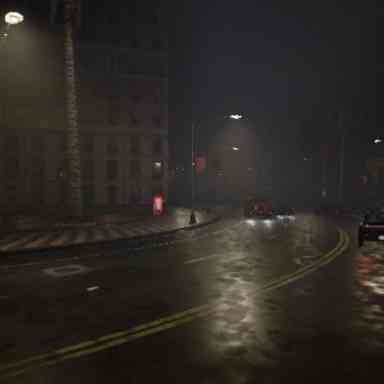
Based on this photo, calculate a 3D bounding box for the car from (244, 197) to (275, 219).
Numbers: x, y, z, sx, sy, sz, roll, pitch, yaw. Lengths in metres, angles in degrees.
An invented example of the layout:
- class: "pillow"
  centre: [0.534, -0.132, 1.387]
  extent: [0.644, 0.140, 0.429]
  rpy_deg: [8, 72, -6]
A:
- class: "car"
  centre: [6.606, 1.549, 33.836]
  extent: [2.150, 2.045, 5.566]
  rpy_deg: [0, -1, 3]

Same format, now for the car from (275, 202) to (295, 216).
- class: "car"
  centre: [10.159, 1.917, 38.472]
  extent: [2.033, 1.411, 5.357]
  rpy_deg: [0, -1, -3]

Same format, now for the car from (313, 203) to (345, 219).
- class: "car"
  centre: [13.667, 1.795, 33.359]
  extent: [1.882, 1.535, 5.008]
  rpy_deg: [0, -1, 5]

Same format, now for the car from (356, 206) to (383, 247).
- class: "car"
  centre: [8.780, 1.637, 15.467]
  extent: [2.128, 1.511, 4.902]
  rpy_deg: [0, -1, 28]

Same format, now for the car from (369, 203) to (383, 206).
- class: "car"
  centre: [16.801, 1.772, 29.886]
  extent: [2.128, 1.511, 4.902]
  rpy_deg: [0, -1, 8]
